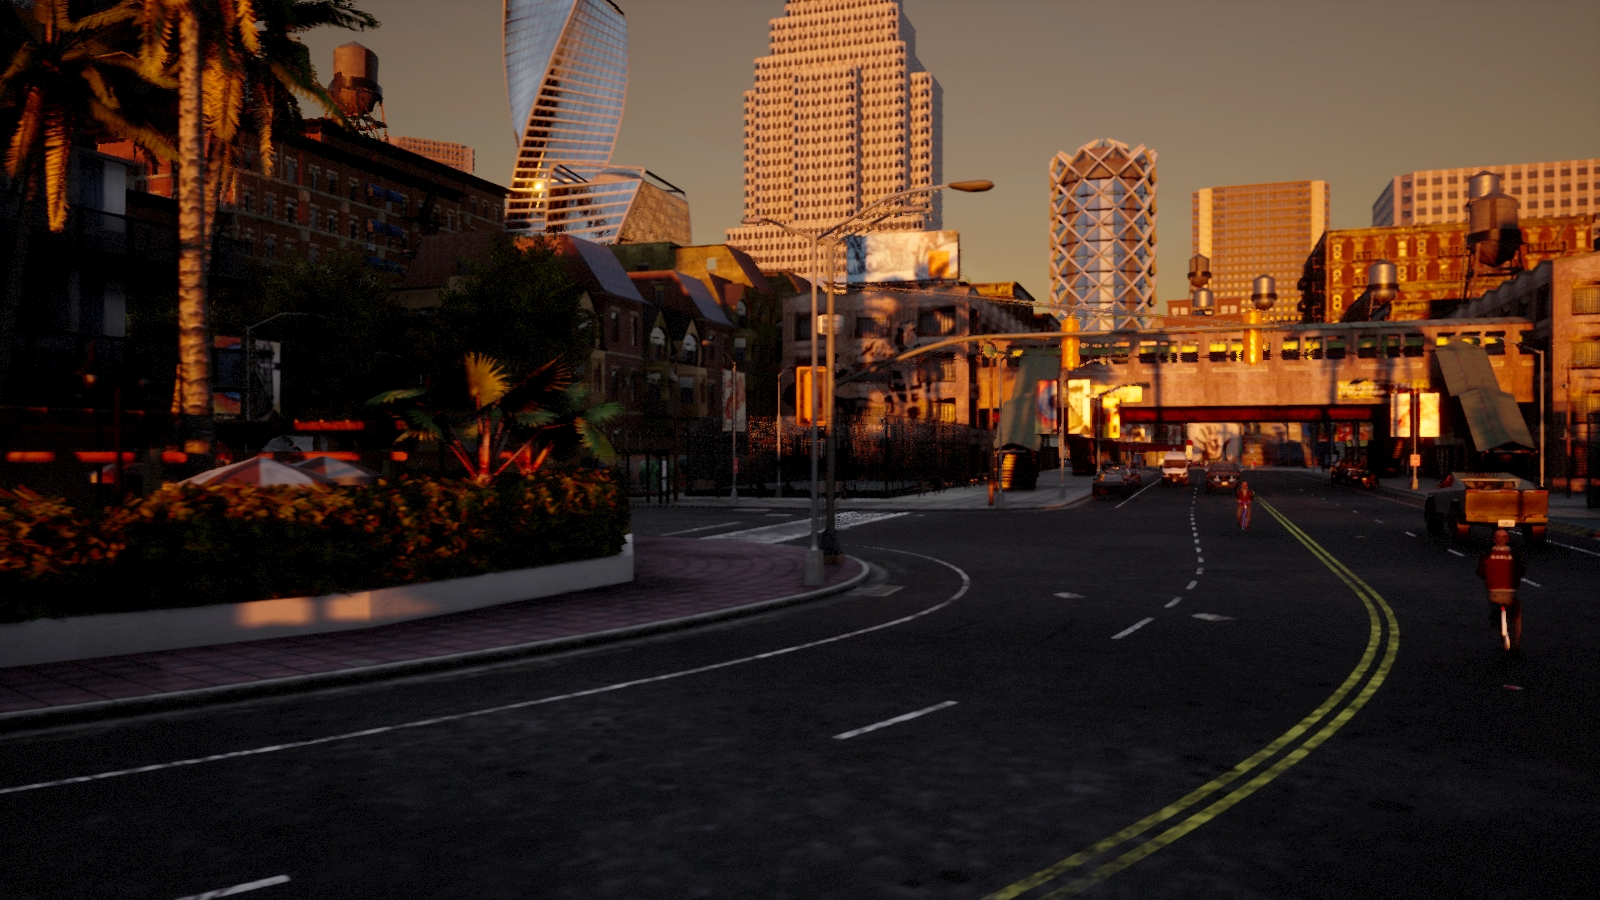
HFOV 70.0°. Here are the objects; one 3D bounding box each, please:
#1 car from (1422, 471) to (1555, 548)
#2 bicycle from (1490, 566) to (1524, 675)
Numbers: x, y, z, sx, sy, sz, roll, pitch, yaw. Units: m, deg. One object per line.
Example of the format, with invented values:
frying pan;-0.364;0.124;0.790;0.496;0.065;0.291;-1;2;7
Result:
car;21.450;1.759;35.919;2.390;2.098;6.274;0;0;20
bicycle;9.332;2.212;15.107;0.329;1.171;1.835;-2;-1;31
